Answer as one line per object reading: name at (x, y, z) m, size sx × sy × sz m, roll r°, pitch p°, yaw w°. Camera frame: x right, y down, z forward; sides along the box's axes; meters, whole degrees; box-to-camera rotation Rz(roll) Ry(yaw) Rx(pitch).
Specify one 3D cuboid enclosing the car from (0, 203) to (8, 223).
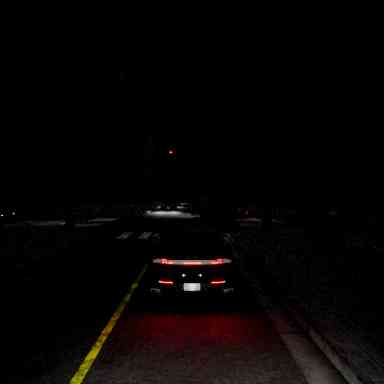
car at (-14.766, 1.539, 21.554) m, size 4.313 × 1.339 × 1.947 m, roll 0°, pitch 0°, yaw 0°

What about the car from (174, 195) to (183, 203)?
car at (-2.835, 1.508, 52.173) m, size 2.033 × 1.411 × 5.357 m, roll 0°, pitch 0°, yaw 1°

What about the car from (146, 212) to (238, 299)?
car at (0.002, 1.492, 8.404) m, size 2.128 × 1.511 × 4.902 m, roll 0°, pitch 0°, yaw 0°

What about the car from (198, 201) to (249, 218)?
car at (2.694, 1.520, 28.977) m, size 4.674 × 1.442 × 1.812 m, roll 0°, pitch 1°, yaw 34°

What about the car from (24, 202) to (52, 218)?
car at (-14.760, 1.580, 29.581) m, size 4.313 × 1.339 × 1.947 m, roll 0°, pitch 0°, yaw 0°

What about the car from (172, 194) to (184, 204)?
car at (-2.780, 1.296, 65.221) m, size 2.097 × 1.767 × 4.553 m, roll 0°, pitch 0°, yaw 0°

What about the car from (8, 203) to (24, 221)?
car at (-15.681, 1.209, 24.096) m, size 5.566 × 2.045 × 2.150 m, roll 0°, pitch 0°, yaw 0°

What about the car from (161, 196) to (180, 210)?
car at (-2.841, 1.575, 41.706) m, size 1.895 × 1.301 × 4.718 m, roll 0°, pitch 0°, yaw 0°
